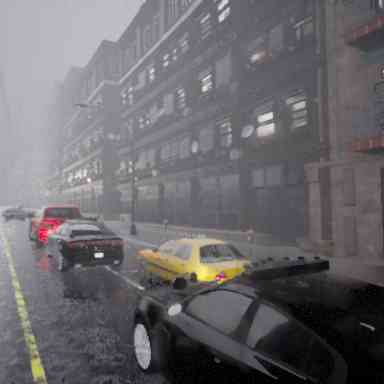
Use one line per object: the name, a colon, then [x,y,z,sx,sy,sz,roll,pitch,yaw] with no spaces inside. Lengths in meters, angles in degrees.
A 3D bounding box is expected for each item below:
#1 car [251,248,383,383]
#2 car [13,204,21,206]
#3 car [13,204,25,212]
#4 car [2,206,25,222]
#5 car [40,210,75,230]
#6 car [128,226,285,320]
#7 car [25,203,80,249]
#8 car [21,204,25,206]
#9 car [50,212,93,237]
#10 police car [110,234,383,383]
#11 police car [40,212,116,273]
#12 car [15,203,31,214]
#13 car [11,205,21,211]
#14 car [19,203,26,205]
car: [2.906,1.662,3.846,1.887,1.381,4.507,3,-3,-31]
car: [-25.548,2.771,46.707,1.812,1.442,4.674,1,-2,-31]
car: [-36.645,3.370,70.394,1.967,1.590,4.097,2,-3,-31]
car: [-19.534,2.567,36.636,1.895,1.301,4.718,1,-2,-30]
car: [-11.210,2.281,27.618,2.008,1.369,4.403,3,-3,-31]
car: [-0.004,1.766,8.749,1.752,1.417,4.829,3,-3,-31]
car: [-7.132,1.681,17.317,2.150,2.045,5.566,1,-2,-31]
car: [-22.501,2.793,46.635,1.887,1.381,4.507,3,-3,-31]
car: [-8.386,2.151,22.863,1.887,1.381,4.507,3,-3,-31]
police car: [0.898,1.529,3.558,1.930,1.638,5.238,1,-2,-31]
police car: [-4.109,1.749,12.218,1.930,1.638,5.238,1,-2,-31]
car: [-30.995,2.967,60.890,2.192,1.841,5.009,3,-3,-31]
car: [-42.294,3.796,79.898,1.802,1.307,4.206,2,-3,-31]
car: [-25.315,2.822,51.398,1.967,1.590,4.097,3,-3,-31]
